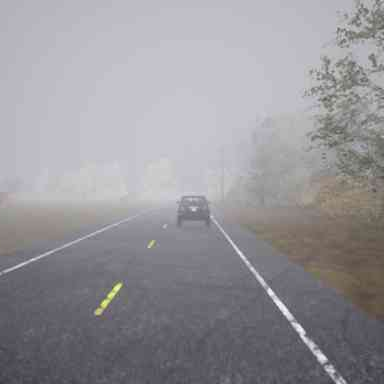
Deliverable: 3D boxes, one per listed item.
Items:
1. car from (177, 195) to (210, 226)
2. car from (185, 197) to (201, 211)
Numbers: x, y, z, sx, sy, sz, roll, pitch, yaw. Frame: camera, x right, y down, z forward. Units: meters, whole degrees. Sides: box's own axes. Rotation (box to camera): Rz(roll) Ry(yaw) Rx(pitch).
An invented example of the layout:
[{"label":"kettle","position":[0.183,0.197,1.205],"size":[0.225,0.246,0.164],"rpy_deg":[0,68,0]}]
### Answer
[{"label":"car","position":[0.105,1.197,23.213],"size":[2.150,2.045,5.566],"rpy_deg":[0,0,0]},{"label":"car","position":[0.110,1.419,41.748],"size":[1.882,1.535,5.008],"rpy_deg":[0,0,0]}]
